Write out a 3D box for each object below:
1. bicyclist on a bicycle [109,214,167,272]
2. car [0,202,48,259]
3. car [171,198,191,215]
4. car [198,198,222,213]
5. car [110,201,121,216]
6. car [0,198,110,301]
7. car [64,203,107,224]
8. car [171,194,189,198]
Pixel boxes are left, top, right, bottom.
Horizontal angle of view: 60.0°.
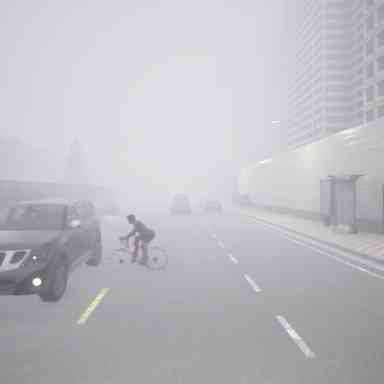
[{"bbox_3d":[-1.531,1.455,9.402,1.656,1.620,0.582,-2,0,-2],"label":"bicyclist on a bicycle"},{"bbox_3d":[-7.544,1.352,12.885,2.097,1.767,4.553,0,0,-2],"label":"car"},{"bbox_3d":[-1.115,1.564,33.361,1.994,1.385,4.181,0,0,-3],"label":"car"},{"bbox_3d":[2.221,1.491,37.716,2.128,1.511,4.902,0,0,-2],"label":"car"},{"bbox_3d":[-8.255,1.564,32.873,1.994,1.385,4.181,0,0,-2],"label":"car"},{"bbox_3d":[-3.882,1.221,8.639,2.150,2.045,5.566,0,0,-2],"label":"car"},{"bbox_3d":[-7.928,1.564,25.190,1.994,1.385,4.181,0,0,-1],"label":"car"},{"bbox_3d":[-1.510,1.222,43.915,2.150,2.045,5.566,0,0,-4],"label":"car"}]
